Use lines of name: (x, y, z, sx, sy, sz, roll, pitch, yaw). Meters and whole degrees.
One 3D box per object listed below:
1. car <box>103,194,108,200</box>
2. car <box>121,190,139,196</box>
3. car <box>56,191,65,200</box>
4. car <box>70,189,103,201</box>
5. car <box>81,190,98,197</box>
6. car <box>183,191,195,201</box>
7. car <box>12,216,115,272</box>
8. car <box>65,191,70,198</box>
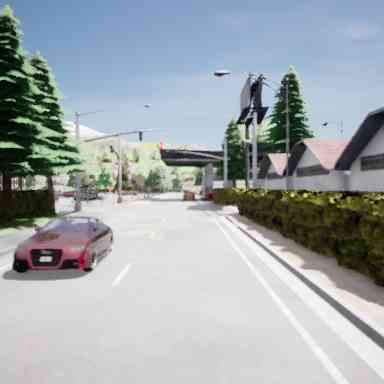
car: (-16.674, 0.687, 57.861, 3.806, 1.475, 1.970, 0, 1, -1)
car: (-17.225, 0.216, 92.110, 5.027, 1.636, 2.152, 0, 1, -1)
car: (-25.153, 0.464, 57.696, 4.605, 1.855, 1.932, 0, 1, -1)
car: (-17.238, 0.449, 54.524, 3.866, 1.878, 1.905, 0, 1, -1)
car: (-24.725, 0.394, 80.155, 3.633, 1.501, 1.845, 0, 1, -1)
car: (-0.485, 0.612, 57.334, 2.097, 1.767, 4.553, 0, 1, 0)
car: (-3.682, 1.447, 10.228, 1.994, 1.385, 4.181, 0, 1, -2)
car: (-24.622, 0.501, 70.163, 4.514, 1.523, 2.007, 0, 1, -1)
